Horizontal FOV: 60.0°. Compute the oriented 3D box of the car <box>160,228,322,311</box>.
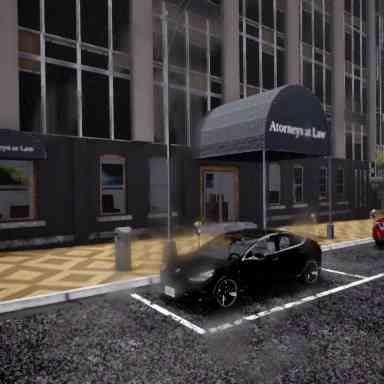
[{"bbox_3d":[1.309,1.564,7.792,4.313,1.339,1.947,0,-1,-37],"label":"car"}]

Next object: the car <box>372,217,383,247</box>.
[{"bbox_3d":[9.590,1.310,13.988,5.009,1.841,2.192,0,-1,-37],"label":"car"}]
